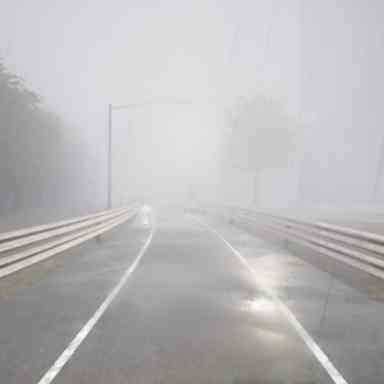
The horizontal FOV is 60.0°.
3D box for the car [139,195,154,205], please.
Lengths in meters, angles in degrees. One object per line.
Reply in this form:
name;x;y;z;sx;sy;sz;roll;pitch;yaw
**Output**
car;-8.061;1.300;57.601;2.097;1.767;4.553;0;0;-19
